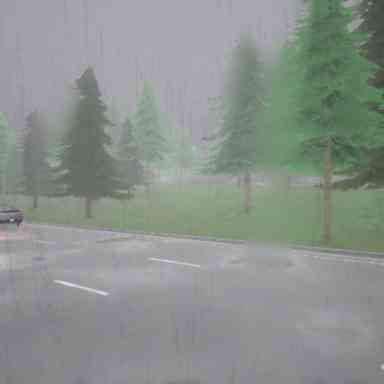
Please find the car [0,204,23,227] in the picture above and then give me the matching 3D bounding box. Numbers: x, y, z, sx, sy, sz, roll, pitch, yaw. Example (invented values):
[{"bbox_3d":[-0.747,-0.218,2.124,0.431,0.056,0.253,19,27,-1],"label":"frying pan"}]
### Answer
[{"bbox_3d":[-13.062,1.554,21.895,4.902,1.511,2.128,0,0,35],"label":"car"}]
